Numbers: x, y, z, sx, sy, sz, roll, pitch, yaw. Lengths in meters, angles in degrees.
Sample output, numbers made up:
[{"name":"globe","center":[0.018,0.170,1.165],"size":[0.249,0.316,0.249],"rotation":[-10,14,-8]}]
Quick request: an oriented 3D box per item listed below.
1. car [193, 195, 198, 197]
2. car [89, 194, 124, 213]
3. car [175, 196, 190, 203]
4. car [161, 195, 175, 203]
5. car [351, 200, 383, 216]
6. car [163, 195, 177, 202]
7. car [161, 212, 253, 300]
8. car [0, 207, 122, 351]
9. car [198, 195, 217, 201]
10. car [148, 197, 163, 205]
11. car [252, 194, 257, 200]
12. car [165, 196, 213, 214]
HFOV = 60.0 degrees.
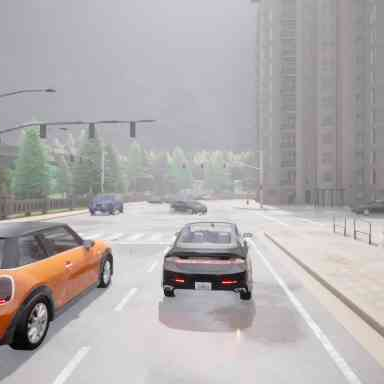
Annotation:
[{"name":"car","center":[1.040,1.478,85.620],"size":[1.882,1.535,5.008],"rotation":[0,0,34]},{"name":"car","center":[-8.488,1.226,33.583],"size":[2.150,2.045,5.566],"rotation":[0,0,4]},{"name":"car","center":[-2.018,1.540,70.737],"size":[2.033,1.411,5.357],"rotation":[0,0,11]},{"name":"car","center":[-5.198,1.478,72.471],"size":[1.882,1.535,5.008],"rotation":[0,0,11]},{"name":"car","center":[18.463,1.560,33.159],"size":[4.892,1.490,1.837],"rotation":[0,0,3]},{"name":"car","center":[-3.285,1.354,58.439],"size":[2.097,1.767,4.553],"rotation":[0,0,3]},{"name":"car","center":[0.500,1.492,8.443],"size":[2.128,1.511,4.902],"rotation":[0,0,7]},{"name":"car","center":[-3.106,1.352,6.444],"size":[2.097,1.767,4.553],"rotation":[0,0,4]},{"name":"car","center":[4.468,1.478,84.332],"size":[1.882,1.535,5.008],"rotation":[0,0,38]},{"name":"car","center":[-6.639,1.547,60.622],"size":[2.033,1.411,5.357],"rotation":[0,0,5]},{"name":"car","center":[18.795,1.355,90.932],"size":[4.553,1.767,2.097],"rotation":[0,0,-20]},{"name":"car","center":[-0.417,1.534,34.222],"size":[1.837,1.490,4.892],"rotation":[-2,1,-38]}]
